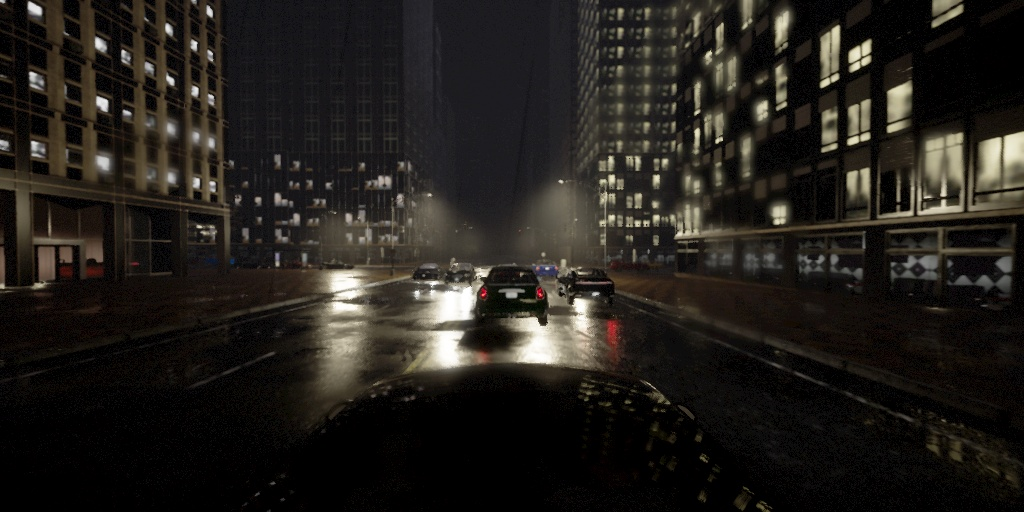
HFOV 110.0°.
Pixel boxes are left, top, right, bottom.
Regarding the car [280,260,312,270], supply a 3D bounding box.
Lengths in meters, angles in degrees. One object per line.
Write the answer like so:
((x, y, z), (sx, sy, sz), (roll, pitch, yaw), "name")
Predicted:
((-28.976, 1.199, 47.894), (4.207, 1.307, 1.802), (0, 0, 0), "car")

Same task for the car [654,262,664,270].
((21.145, 1.420, 56.144), (4.829, 1.417, 1.751), (0, 0, 0), "car")

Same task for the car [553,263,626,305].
((3.181, 1.250, 16.173), (2.128, 1.511, 4.902), (0, 0, -1), "car")

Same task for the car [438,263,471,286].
((-3.625, 1.262, 25.862), (2.128, 1.511, 4.902), (0, 0, -1), "car")

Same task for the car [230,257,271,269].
((-34.658, 1.135, 47.997), (4.313, 1.339, 1.948), (0, 0, 0), "car")

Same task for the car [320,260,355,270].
((-23.291, 1.230, 47.832), (4.313, 1.339, 1.948), (0, 0, 0), "car")

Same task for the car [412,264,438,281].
((-6.915, 1.337, 30.104), (1.994, 1.385, 4.181), (0, 0, 0), "car")

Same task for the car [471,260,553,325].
((-0.025, 1.110, 12.048), (2.097, 1.767, 4.553), (0, 0, -1), "car")

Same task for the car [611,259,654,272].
((15.638, 1.293, 47.789), (5.009, 1.841, 2.192), (0, 0, 0), "car")

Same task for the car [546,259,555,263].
((2.983, 1.117, 32.616), (2.097, 1.767, 4.553), (0, 0, -1), "car")
